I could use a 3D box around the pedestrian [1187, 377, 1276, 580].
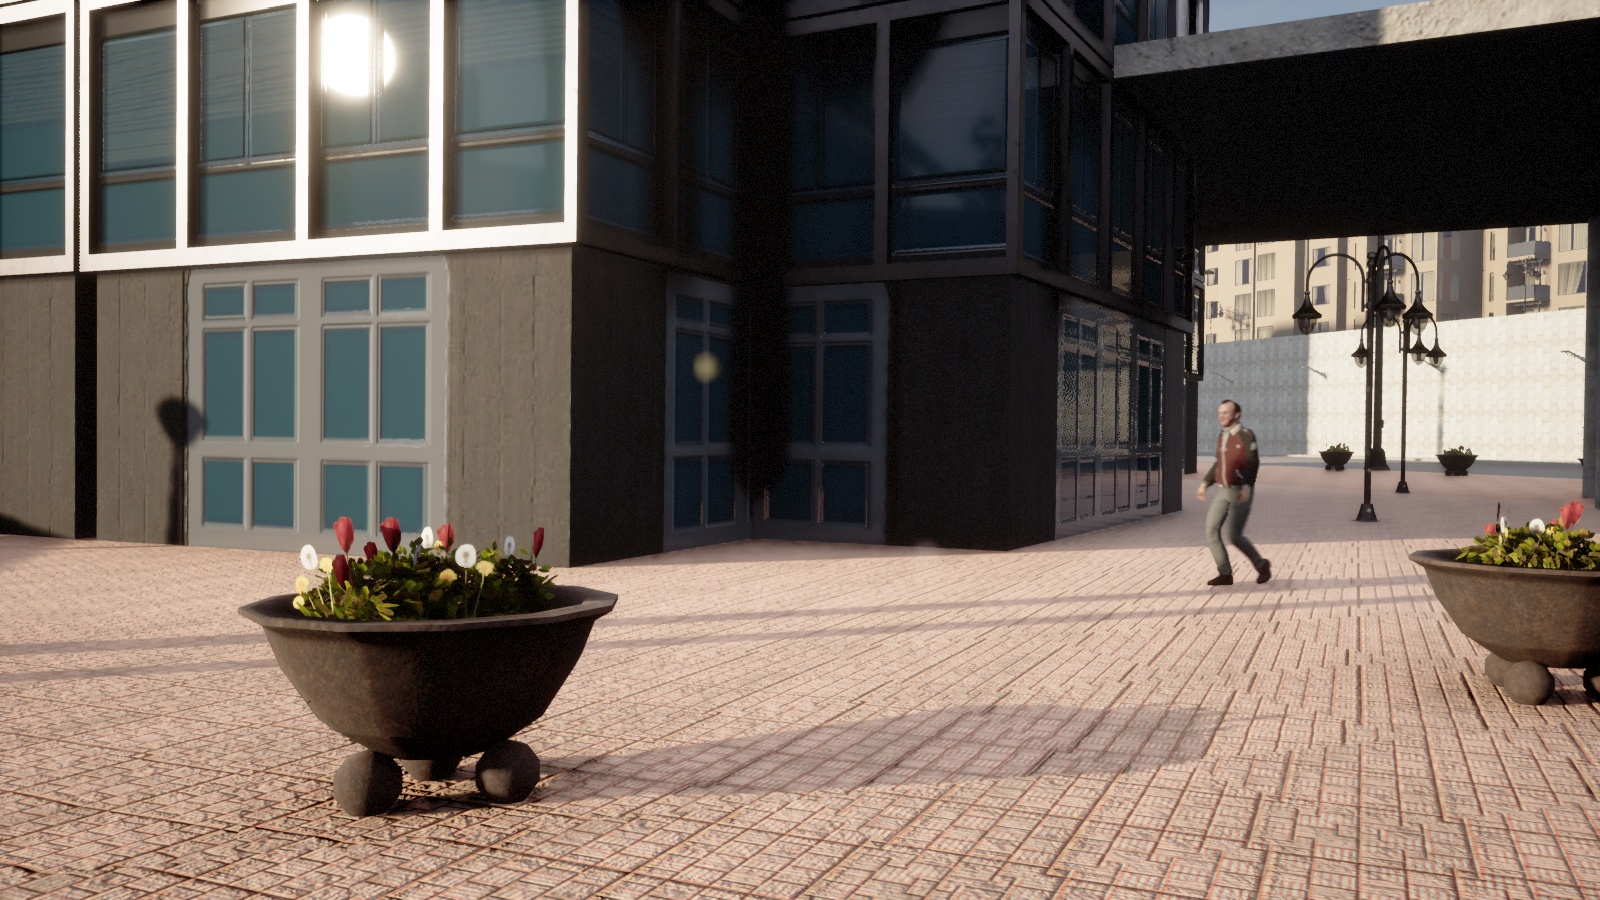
[{"bbox_3d":[4.055,0.256,11.806,0.720,1.854,0.376,-1,1,-24],"label":"pedestrian"}]
